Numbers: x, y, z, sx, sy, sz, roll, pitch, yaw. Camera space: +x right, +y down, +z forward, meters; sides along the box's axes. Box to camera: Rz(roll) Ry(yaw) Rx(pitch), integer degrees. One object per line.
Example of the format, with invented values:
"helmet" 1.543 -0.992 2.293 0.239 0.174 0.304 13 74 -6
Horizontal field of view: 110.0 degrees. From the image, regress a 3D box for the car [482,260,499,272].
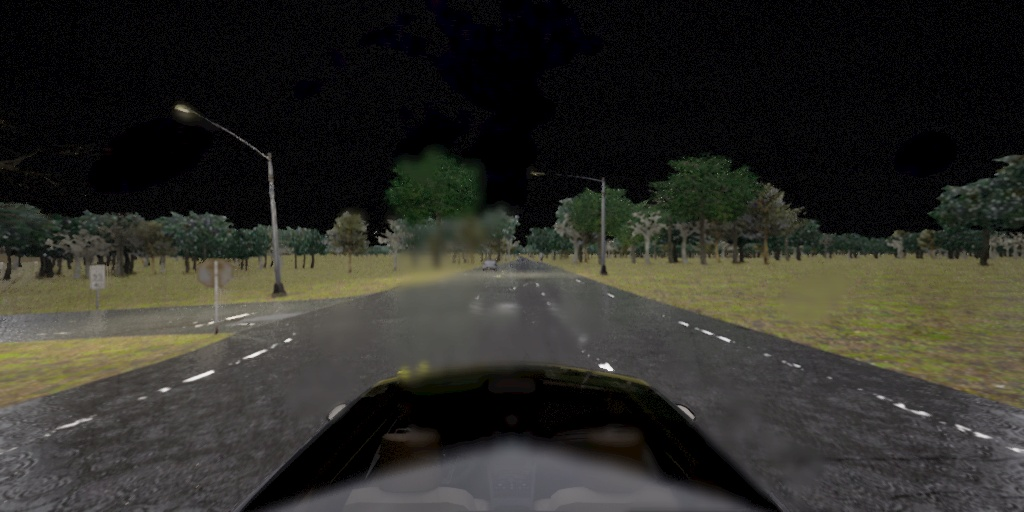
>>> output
"car" -2.791 1.276 46.550 1.837 1.490 4.892 0 0 2
